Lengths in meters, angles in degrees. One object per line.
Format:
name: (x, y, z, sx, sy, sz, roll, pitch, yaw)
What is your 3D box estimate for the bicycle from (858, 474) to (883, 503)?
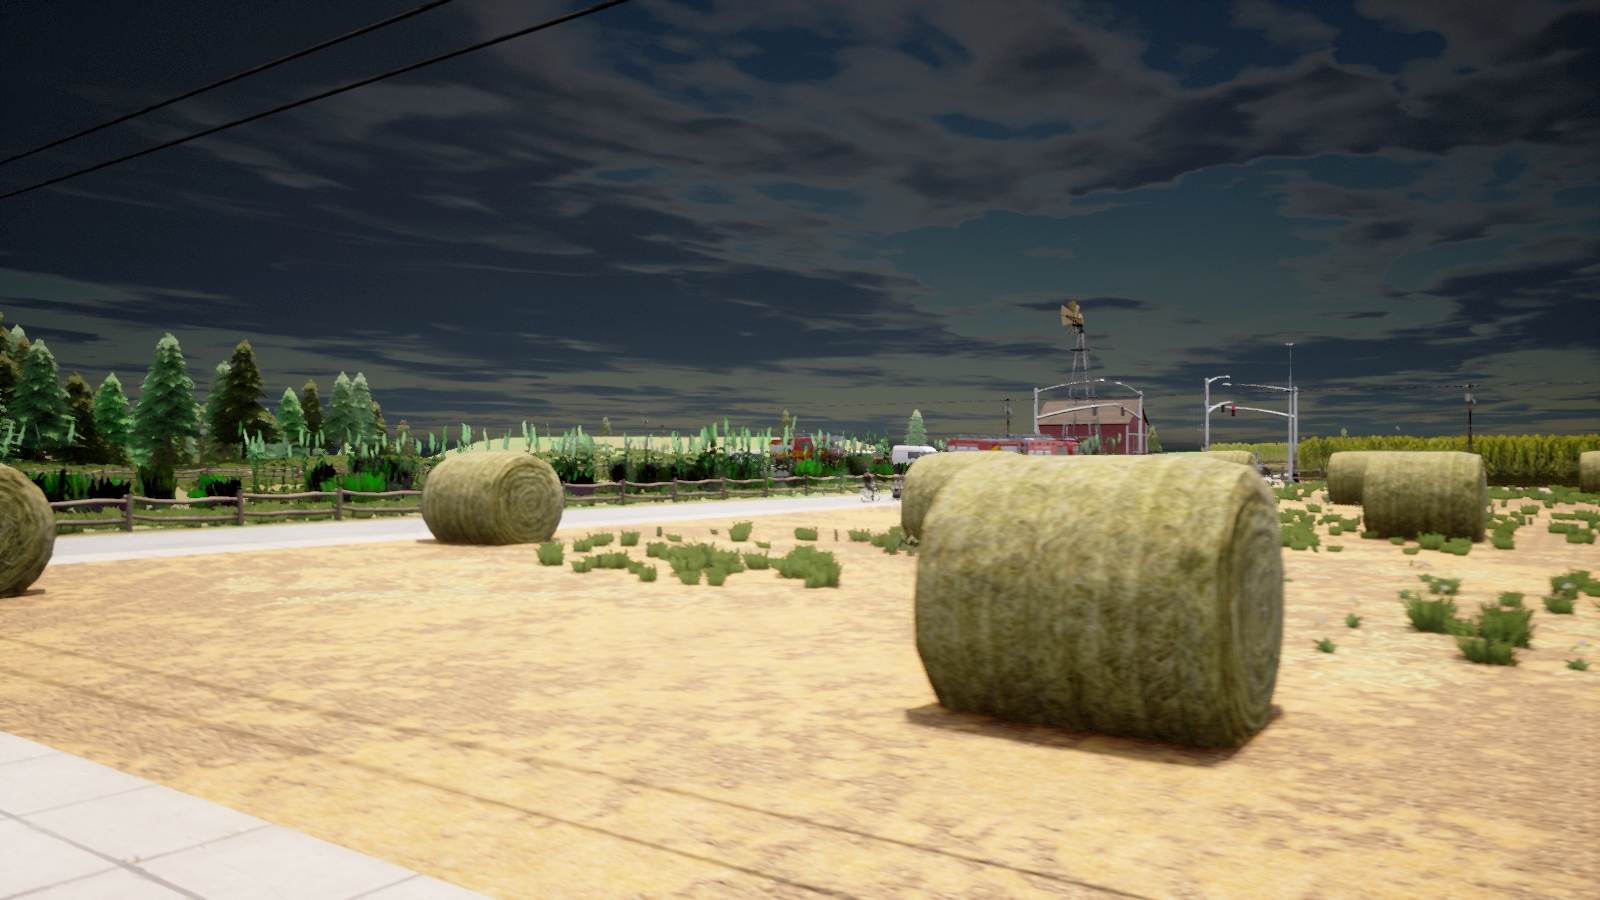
bicycle: (3.771, 2.024, 60.870, 0.329, 1.471, 1.835, 0, 0, 38)

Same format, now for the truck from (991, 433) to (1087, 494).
truck: (16.152, 0.855, 76.775, 2.891, 3.827, 8.468, 0, 0, 38)

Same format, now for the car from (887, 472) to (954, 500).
car: (6.872, 2.030, 64.834, 1.816, 1.474, 4.193, 0, 0, 38)
